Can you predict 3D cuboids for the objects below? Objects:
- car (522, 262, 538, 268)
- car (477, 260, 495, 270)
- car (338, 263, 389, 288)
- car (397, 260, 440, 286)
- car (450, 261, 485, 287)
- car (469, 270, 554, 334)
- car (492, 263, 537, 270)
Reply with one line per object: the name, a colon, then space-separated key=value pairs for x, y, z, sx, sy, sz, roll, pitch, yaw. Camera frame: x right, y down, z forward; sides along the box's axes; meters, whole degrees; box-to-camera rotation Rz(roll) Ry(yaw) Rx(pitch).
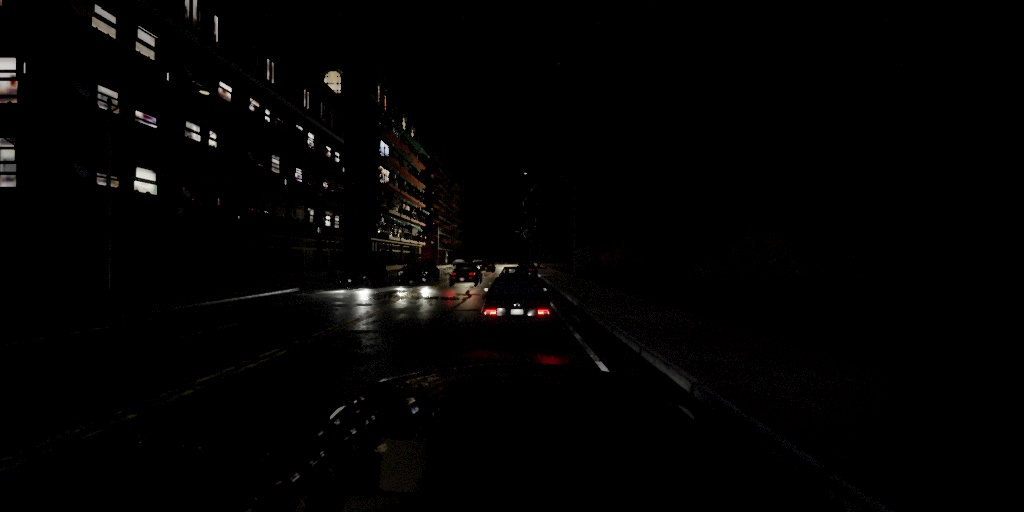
car: x=1.165 y=1.266 z=30.677 sx=1.837 sy=1.490 sz=4.892 roll=0 pitch=0 yaw=0
car: x=-3.108 y=1.290 z=45.243 sx=1.812 sy=1.442 sz=4.674 roll=0 pitch=-1 yaw=0
car: x=-9.830 y=1.263 z=24.122 sx=1.837 sy=1.490 sz=4.892 roll=0 pitch=0 yaw=0
car: x=-6.578 y=1.111 z=25.605 sx=2.097 sy=1.767 sz=4.553 roll=0 pitch=0 yaw=0
car: x=-3.129 y=1.284 z=24.796 sx=1.812 sy=1.442 sz=4.674 roll=0 pitch=0 yaw=0
car: x=0.110 y=1.301 z=10.549 sx=2.033 sy=1.411 sz=5.357 roll=0 pitch=0 yaw=0
car: x=0.117 y=1.305 z=20.910 sx=2.033 sy=1.411 sz=5.357 roll=0 pitch=0 yaw=0
